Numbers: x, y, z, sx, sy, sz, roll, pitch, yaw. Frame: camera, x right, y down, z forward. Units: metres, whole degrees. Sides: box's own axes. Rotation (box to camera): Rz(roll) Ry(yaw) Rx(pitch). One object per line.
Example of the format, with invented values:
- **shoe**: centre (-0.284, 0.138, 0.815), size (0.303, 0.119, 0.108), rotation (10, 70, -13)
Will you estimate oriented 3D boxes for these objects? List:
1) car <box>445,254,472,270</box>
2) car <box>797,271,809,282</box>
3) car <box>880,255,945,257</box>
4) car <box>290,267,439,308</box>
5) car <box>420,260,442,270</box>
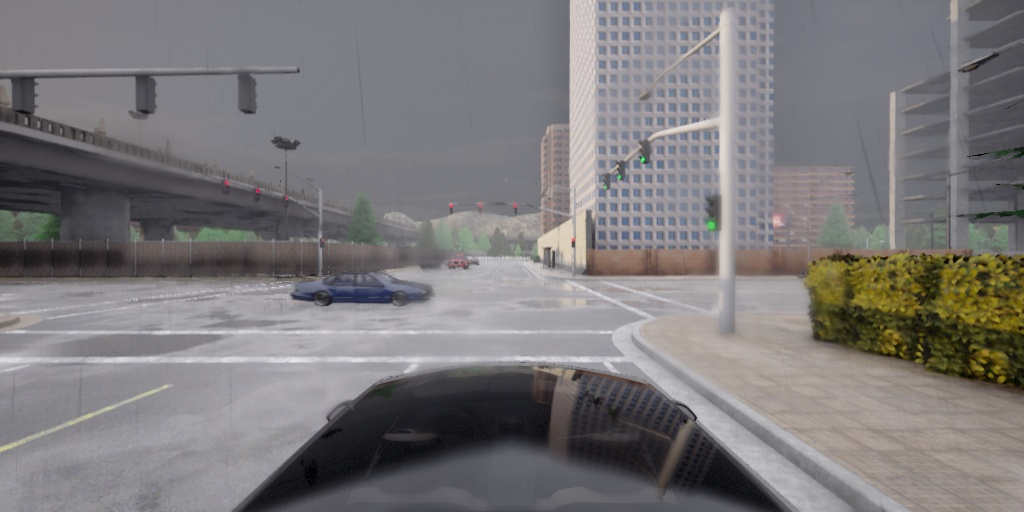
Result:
- **car**: centre (-7.087, 0.805, 47.994), size (2.150, 2.045, 5.566), rotation (0, 0, 0)
- **car**: centre (23.070, 1.322, 25.295), size (4.718, 1.301, 1.895), rotation (0, 0, 0)
- **car**: centre (23.517, 0.954, 21.792), size (5.566, 2.045, 2.150), rotation (0, 0, 0)
- **car**: centre (-5.959, 1.315, 14.626), size (5.357, 1.411, 2.033), rotation (0, 0, 0)
- **car**: centre (-10.591, 1.190, 46.964), size (1.895, 1.301, 4.718), rotation (0, 0, 0)
